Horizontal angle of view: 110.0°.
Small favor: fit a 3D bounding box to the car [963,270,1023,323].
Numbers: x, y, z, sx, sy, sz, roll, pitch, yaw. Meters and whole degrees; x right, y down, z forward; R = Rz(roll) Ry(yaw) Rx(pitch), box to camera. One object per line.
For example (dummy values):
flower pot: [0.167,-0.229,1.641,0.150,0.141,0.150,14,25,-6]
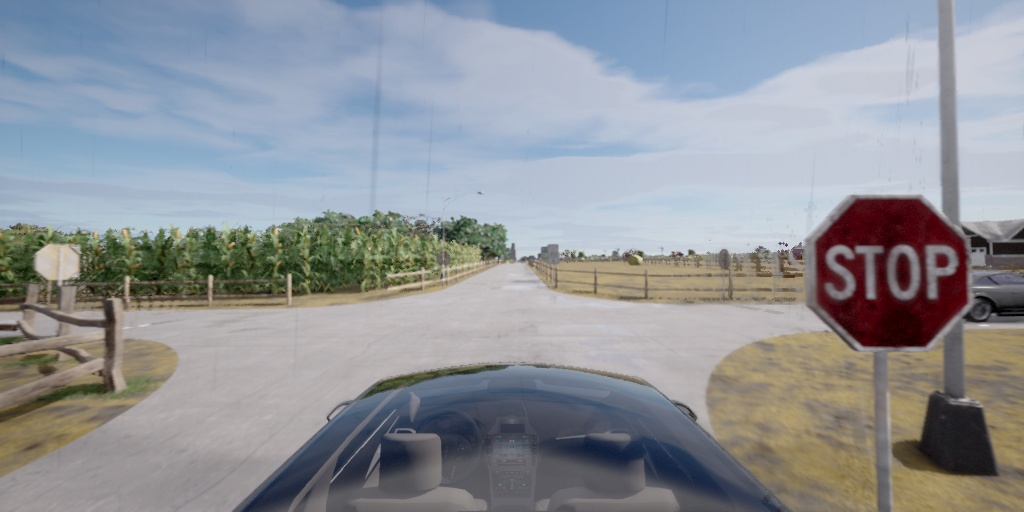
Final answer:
car: [14.096,1.139,10.632,4.181,1.385,1.994,-1,-2,1]
